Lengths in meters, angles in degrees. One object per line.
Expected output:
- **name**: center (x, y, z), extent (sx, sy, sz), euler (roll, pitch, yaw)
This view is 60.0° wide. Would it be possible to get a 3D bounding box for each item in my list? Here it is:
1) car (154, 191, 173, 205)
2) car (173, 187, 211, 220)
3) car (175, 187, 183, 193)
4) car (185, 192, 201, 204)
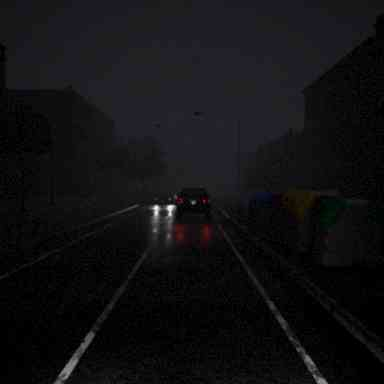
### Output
- **car**: center (-3.088, 0.679, 37.174), extent (1.812, 1.442, 4.674), euler (1, 1, 0)
- **car**: center (0.110, 0.704, 23.044), extent (2.150, 2.045, 5.566), euler (1, 1, 1)
- **car**: center (-2.996, -0.504, 77.661), extent (1.812, 1.442, 4.674), euler (1, 1, 0)
- **car**: center (0.103, 0.701, 42.130), extent (1.895, 1.301, 4.718), euler (1, 1, 0)
